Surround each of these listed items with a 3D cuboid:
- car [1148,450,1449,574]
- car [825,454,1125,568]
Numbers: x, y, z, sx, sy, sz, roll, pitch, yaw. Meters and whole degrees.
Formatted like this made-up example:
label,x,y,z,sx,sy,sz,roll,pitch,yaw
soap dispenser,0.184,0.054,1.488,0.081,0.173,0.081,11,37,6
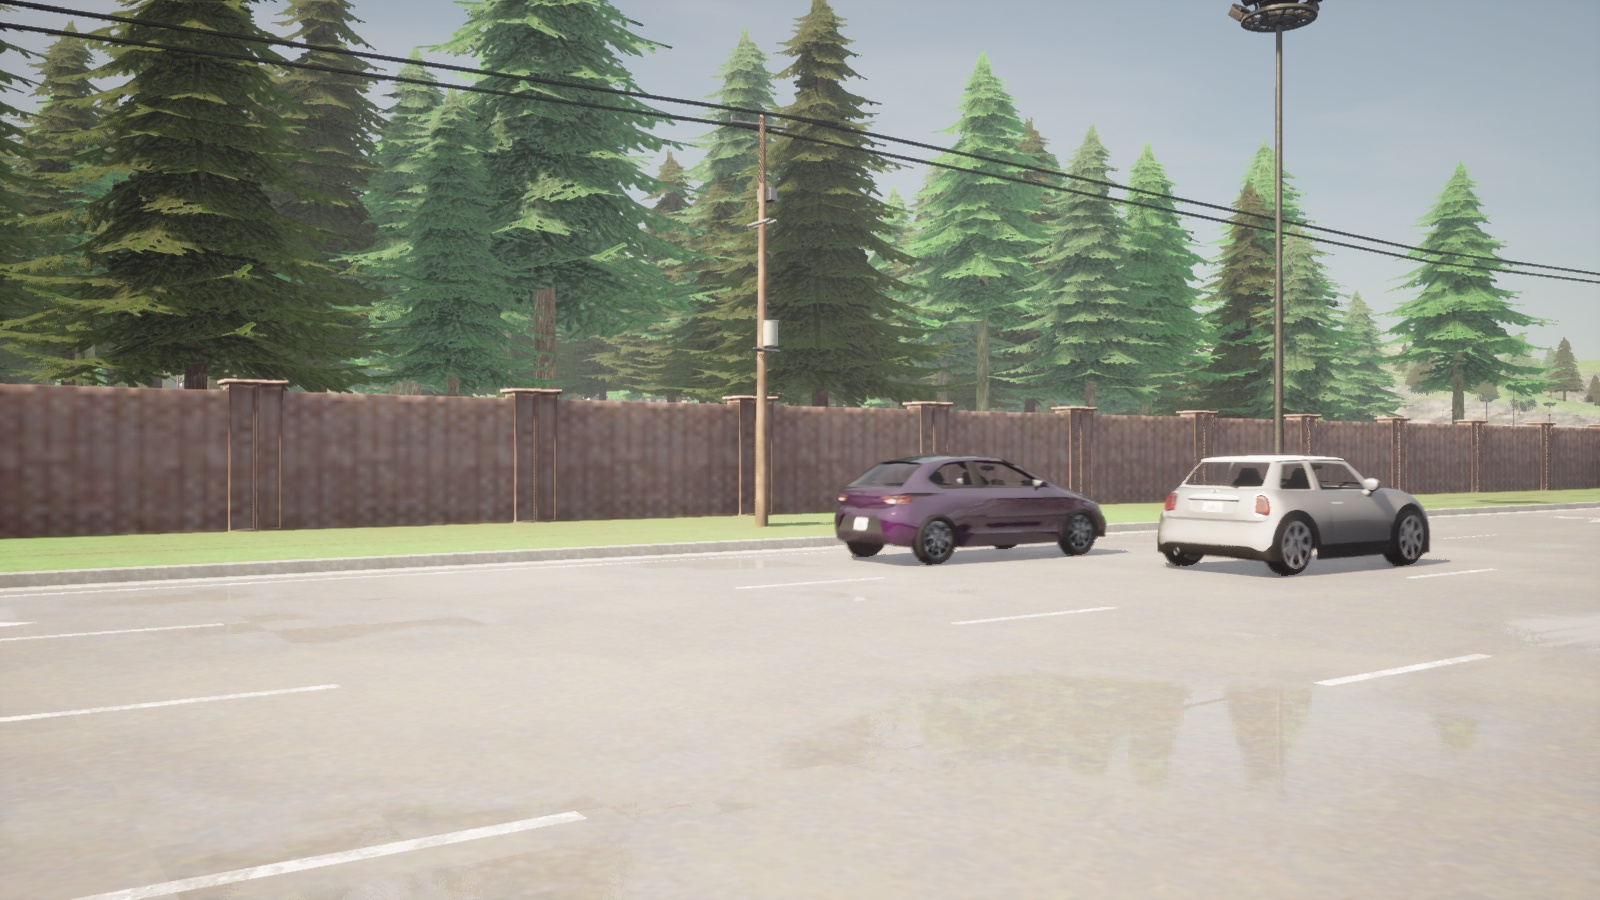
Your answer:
label,x,y,z,sx,sy,sz,roll,pitch,yaw
car,6.726,0.737,16.849,3.806,1.475,1.970,0,0,-35
car,2.593,0.798,18.241,4.193,1.474,1.816,0,0,-35
